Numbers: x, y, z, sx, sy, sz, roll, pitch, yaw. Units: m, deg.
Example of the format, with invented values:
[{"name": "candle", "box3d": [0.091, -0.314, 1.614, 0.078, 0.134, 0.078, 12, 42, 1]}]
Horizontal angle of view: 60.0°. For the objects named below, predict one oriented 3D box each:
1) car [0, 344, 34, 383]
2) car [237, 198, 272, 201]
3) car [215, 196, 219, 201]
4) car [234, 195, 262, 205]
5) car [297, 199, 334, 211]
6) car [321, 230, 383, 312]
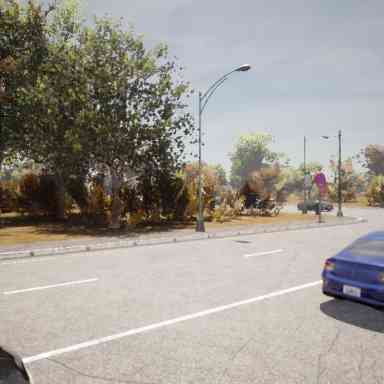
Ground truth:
[{"name": "car", "box3d": [-3.313, 1.492, 1.382, 4.902, 1.511, 2.128, 0, 0, -36]}, {"name": "car", "box3d": [9.453, 1.216, 47.535, 2.150, 2.045, 5.566, 0, 0, -33]}, {"name": "car", "box3d": [3.934, 1.459, 56.262, 1.812, 1.442, 4.674, 0, 1, -32]}, {"name": "car", "box3d": [10.071, 1.426, 60.021, 2.128, 1.511, 4.902, 0, 1, -32]}, {"name": "car", "box3d": [14.574, 1.564, 39.447, 1.994, 1.385, 4.181, 0, 0, -32]}, {"name": "car", "box3d": [4.611, 1.526, 7.047, 4.674, 1.442, 1.812, 0, 0, -36]}]
